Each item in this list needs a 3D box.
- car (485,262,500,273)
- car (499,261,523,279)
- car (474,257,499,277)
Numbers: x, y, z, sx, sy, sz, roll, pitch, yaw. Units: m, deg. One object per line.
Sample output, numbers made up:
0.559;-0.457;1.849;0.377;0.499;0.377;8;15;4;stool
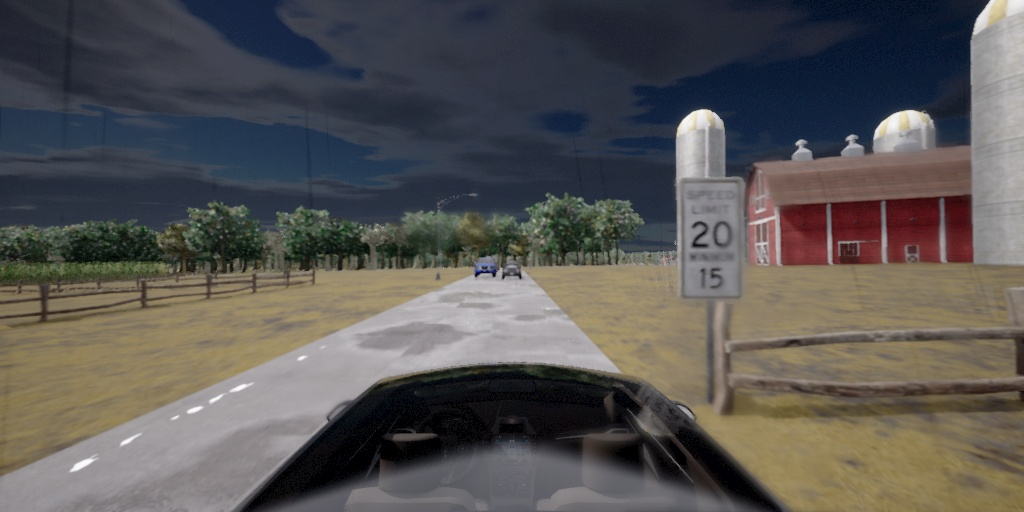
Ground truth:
-2.763;1.611;51.399;1.812;1.442;4.674;0;-1;0;car
-0.002;1.435;34.498;1.812;1.442;4.674;0;0;0;car
-2.760;1.166;38.569;2.150;2.045;5.566;0;0;0;car
